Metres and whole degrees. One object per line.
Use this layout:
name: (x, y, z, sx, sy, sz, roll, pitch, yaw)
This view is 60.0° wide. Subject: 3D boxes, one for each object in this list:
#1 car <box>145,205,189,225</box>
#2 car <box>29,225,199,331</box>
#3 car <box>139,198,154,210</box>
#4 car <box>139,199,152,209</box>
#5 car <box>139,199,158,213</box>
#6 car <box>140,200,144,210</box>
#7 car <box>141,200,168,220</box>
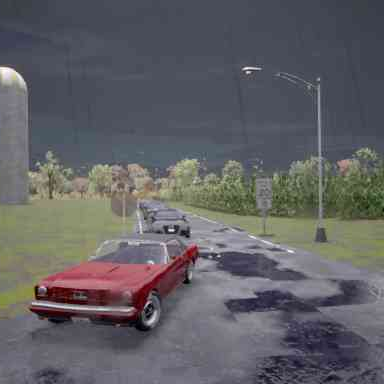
car: (-1.314, 1.648, 17.793, 1.994, 1.385, 4.181, -1, 0, -10)
car: (-1.205, 1.653, 7.197, 1.895, 1.301, 4.718, 0, 0, 13)
car: (-6.650, 1.694, 48.172, 1.882, 1.535, 5.008, -1, 0, -10)
car: (-4.389, 1.709, 35.731, 2.033, 1.411, 5.357, -1, 0, -10)
car: (-5.534, 1.681, 42.085, 2.128, 1.511, 4.902, -1, 0, -10)
car: (-3.361, 1.700, 29.864, 1.994, 1.385, 4.181, -1, 0, -10)
car: (-2.259, 1.600, 23.440, 2.128, 1.511, 4.902, -1, 0, -10)
